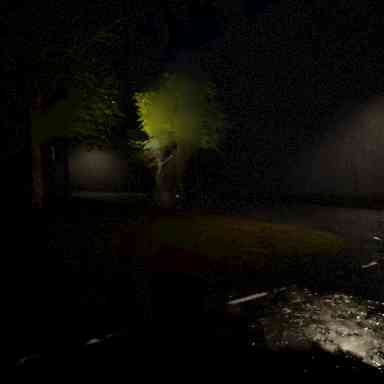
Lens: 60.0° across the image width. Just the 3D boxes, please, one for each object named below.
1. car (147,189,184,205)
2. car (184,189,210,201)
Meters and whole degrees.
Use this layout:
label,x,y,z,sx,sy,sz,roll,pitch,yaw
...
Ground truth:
label,x,y,z,sx,sy,sz,roll,pitch,yaw
car,-3.359,0.460,38.750,2.097,1.767,4.553,-2,3,-35
car,0.414,0.323,45.514,2.128,1.511,4.902,-2,3,-35
